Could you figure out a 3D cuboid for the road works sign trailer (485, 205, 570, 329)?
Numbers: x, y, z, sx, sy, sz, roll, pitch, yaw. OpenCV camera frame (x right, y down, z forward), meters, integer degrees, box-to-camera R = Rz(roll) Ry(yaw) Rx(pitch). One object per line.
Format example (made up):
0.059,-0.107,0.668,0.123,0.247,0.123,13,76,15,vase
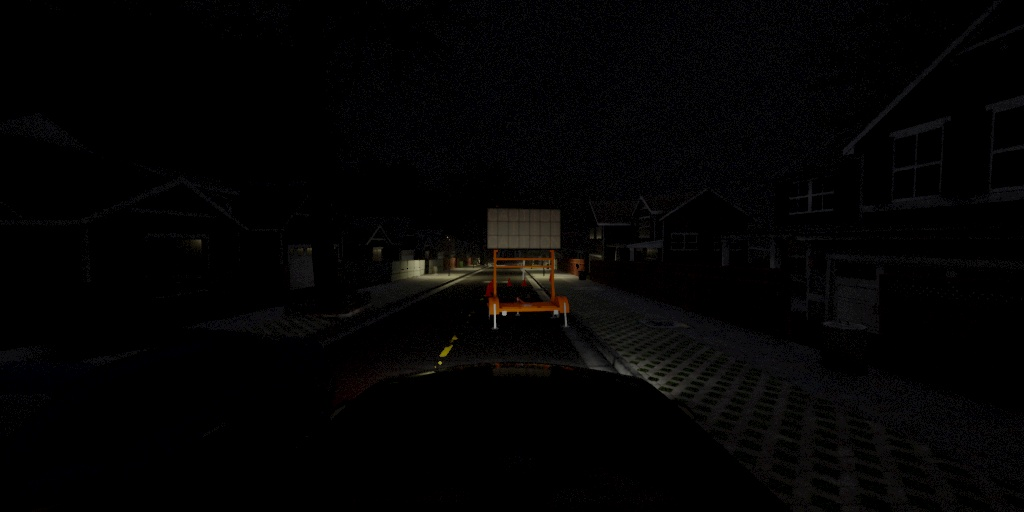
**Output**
0.354,0.209,11.324,2.380,3.560,2.880,0,0,-7,road works sign trailer

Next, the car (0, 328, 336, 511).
-2.750,1.275,2.018,1.812,1.442,4.674,0,0,0,car
